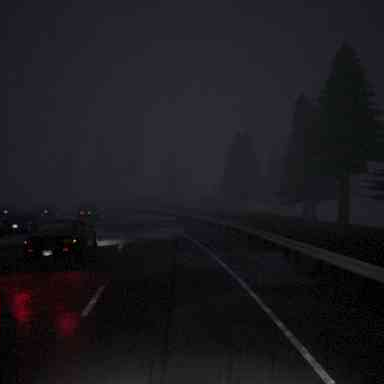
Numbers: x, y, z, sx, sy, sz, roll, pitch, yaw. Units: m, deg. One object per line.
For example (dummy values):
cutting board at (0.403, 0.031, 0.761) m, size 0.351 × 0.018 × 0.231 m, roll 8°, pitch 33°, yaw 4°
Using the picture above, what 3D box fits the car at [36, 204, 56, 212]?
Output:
car at (-15.552, 1.961, 35.185) m, size 1.994 × 1.385 × 4.181 m, roll 0°, pitch -1°, yaw -26°

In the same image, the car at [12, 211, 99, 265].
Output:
car at (-4.692, 1.661, 12.249) m, size 1.812 × 1.442 × 4.674 m, roll 0°, pitch 0°, yaw -9°

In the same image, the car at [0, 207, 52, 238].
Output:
car at (-9.716, 1.788, 19.325) m, size 1.994 × 1.385 × 4.181 m, roll 0°, pitch -1°, yaw -14°

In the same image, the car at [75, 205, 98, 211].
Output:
car at (-9.805, 1.879, 31.062) m, size 2.033 × 1.411 × 5.357 m, roll 0°, pitch -1°, yaw -22°

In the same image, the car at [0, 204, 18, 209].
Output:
car at (-19.078, 1.971, 34.484) m, size 1.994 × 1.385 × 4.181 m, roll 0°, pitch -1°, yaw -26°
